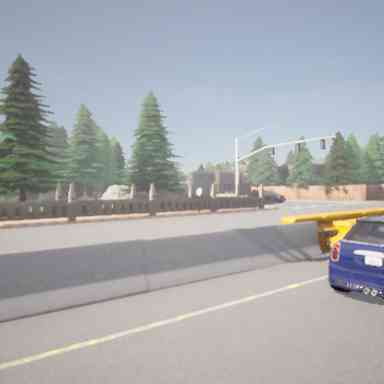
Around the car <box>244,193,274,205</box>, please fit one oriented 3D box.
[{"bbox_3d":[8.346,1.113,45.088,1.895,1.301,4.718,-1,1,-35],"label":"car"}]

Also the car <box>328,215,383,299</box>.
[{"bbox_3d":[5.075,1.251,7.349,4.553,1.767,2.097,-1,1,-35],"label":"car"}]

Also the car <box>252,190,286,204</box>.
[{"bbox_3d":[10.787,0.679,47.699,2.150,2.045,5.566,-1,1,-35],"label":"car"}]
